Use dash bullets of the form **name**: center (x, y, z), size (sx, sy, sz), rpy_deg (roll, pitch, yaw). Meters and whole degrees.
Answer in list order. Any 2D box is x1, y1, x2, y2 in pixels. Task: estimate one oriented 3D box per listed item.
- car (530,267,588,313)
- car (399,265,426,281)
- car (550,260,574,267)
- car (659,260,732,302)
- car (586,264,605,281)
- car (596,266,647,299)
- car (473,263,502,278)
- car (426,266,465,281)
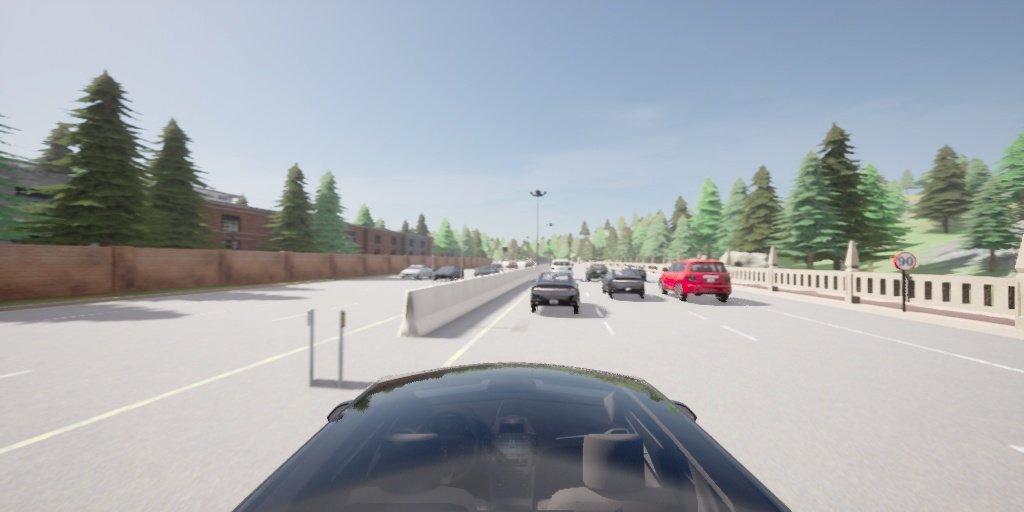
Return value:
- **car**: center (1.837, 1.413, 14.979), size (2.128, 1.511, 4.902), rpy_deg (0, 0, 9)
- **car**: center (-9.443, 1.620, 35.542), size (1.812, 1.442, 4.674), rpy_deg (0, -1, 9)
- **car**: center (5.084, 1.423, 36.706), size (2.150, 2.045, 5.566), rpy_deg (0, -1, 9)
- **car**: center (9.538, 1.240, 19.102), size (2.150, 2.045, 5.566), rpy_deg (0, -1, 9)
- **car**: center (8.476, 1.562, 35.746), size (2.097, 1.767, 4.553), rpy_deg (0, -1, 9)
- **car**: center (6.163, 1.500, 20.226), size (2.128, 1.511, 4.902), rpy_deg (0, -1, 9)
- **car**: center (-2.460, 1.636, 34.907), size (1.837, 1.490, 4.892), rpy_deg (0, -1, 9)
- **car**: center (-6.041, 1.653, 34.639), size (2.033, 1.411, 5.357), rpy_deg (0, -1, 8)
